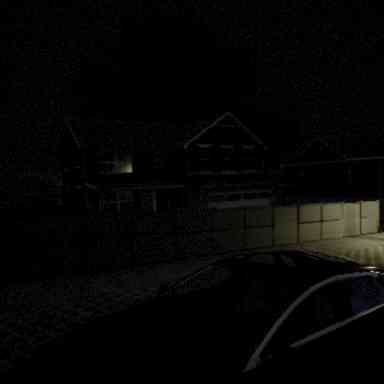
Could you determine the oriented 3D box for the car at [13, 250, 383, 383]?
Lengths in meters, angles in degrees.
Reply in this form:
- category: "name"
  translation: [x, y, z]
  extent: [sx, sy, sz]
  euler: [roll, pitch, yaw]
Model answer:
- category: "car"
  translation: [0.794, 1.470, 3.495]
  extent: [4.902, 1.511, 2.128]
  euler: [-1, 0, -34]
